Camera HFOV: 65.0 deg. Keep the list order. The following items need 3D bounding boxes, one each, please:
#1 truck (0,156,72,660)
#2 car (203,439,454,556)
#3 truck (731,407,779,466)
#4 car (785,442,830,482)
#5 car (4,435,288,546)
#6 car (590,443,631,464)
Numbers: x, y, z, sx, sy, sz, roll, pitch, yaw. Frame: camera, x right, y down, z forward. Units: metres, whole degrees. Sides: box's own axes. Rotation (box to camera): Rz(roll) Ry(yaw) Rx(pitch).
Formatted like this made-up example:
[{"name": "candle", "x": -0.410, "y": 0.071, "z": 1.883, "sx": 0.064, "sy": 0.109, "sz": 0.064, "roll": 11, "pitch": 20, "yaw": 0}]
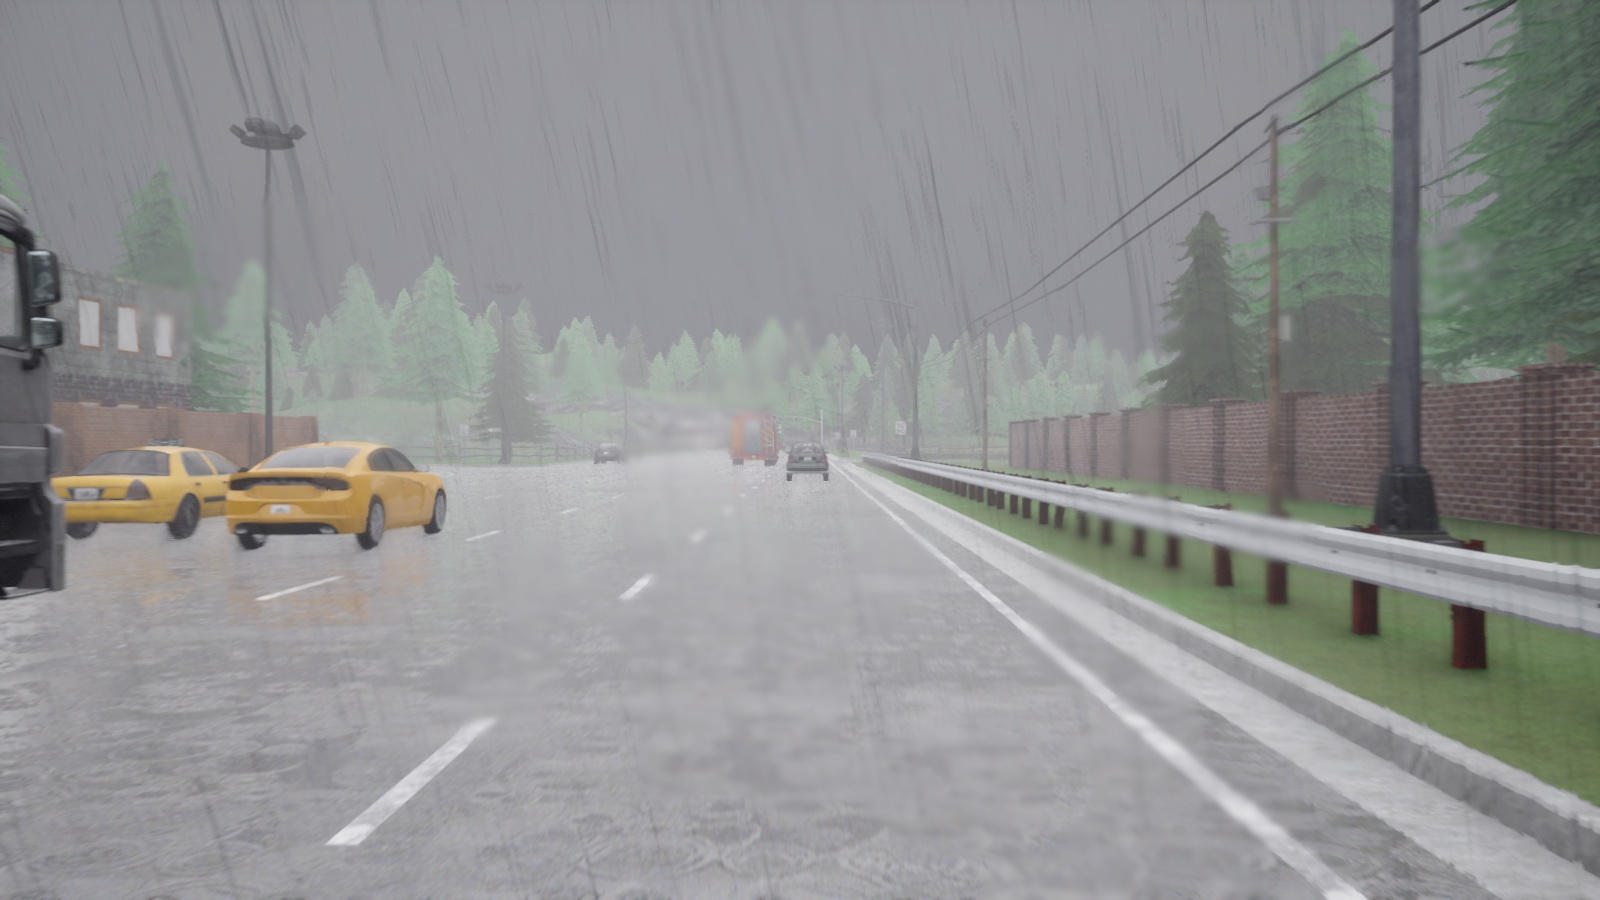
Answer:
[{"name": "truck", "x": -6.953, "y": -0.272, "z": 5.499, "sx": 2.891, "sy": 3.462, "sz": 7.936, "roll": 0, "pitch": 0, "yaw": 0}, {"name": "car", "x": -6.877, "y": 0.613, "z": 18.973, "sx": 1.882, "sy": 1.535, "sz": 5.008, "roll": 0, "pitch": 0, "yaw": 0}, {"name": "truck", "x": -2.996, "y": -0.899, "z": 85.851, "sx": 2.891, "sy": 3.827, "sz": 8.468, "roll": 0, "pitch": 0, "yaw": 0}, {"name": "car", "x": 0.304, "y": 0.442, "z": 50.800, "sx": 1.789, "sy": 1.549, "sz": 3.705, "roll": 0, "pitch": 0, "yaw": 0}, {"name": "car", "x": -10.368, "y": 0.563, "z": 20.489, "sx": 1.801, "sy": 1.575, "sz": 5.366, "roll": 0, "pitch": 0, "yaw": 0}, {"name": "car", "x": -13.476, "y": 0.235, "z": 89.724, "sx": 2.163, "sy": 1.488, "sz": 4.792, "roll": 0, "pitch": 0, "yaw": 0}]
